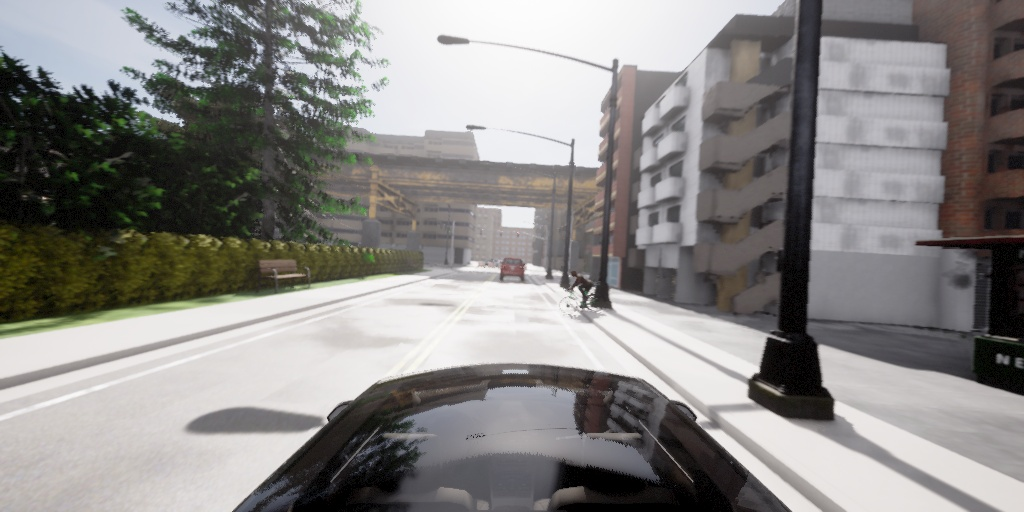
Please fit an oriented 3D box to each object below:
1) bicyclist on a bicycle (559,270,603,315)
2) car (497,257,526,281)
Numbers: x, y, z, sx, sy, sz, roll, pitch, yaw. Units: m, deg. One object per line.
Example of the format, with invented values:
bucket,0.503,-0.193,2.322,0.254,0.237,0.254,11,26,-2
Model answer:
bicyclist on a bicycle,2.501,1.319,13.197,1.656,1.620,0.582,-6,0,0
car,0.047,1.152,32.912,2.150,2.045,5.566,3,0,0
